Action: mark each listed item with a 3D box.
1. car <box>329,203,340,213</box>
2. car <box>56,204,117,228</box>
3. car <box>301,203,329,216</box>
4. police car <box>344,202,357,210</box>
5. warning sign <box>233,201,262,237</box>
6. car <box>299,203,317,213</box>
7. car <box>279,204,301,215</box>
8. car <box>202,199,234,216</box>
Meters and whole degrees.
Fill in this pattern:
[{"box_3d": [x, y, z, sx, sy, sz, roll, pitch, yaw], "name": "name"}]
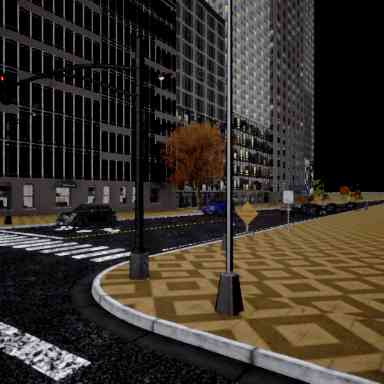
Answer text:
[{"box_3d": [23.089, 2.574, 54.707, 1.837, 1.490, 4.892, 0, -1, 33], "name": "car"}, {"box_3d": [-7.858, 1.668, 25.035, 2.097, 1.767, 4.553, 0, -1, 33], "name": "car"}, {"box_3d": [16.465, 2.358, 44.414, 1.837, 1.490, 4.892, 0, -1, 33], "name": "car"}, {"box_3d": [31.505, 2.738, 65.842, 1.930, 1.638, 5.238, 0, -1, 33], "name": "police car"}, {"box_3d": [3.102, 1.454, 18.567, 1.300, 1.860, 1.060, 1, 1, 33], "name": "warning sign"}, {"box_3d": [19.135, 2.533, 54.745, 1.837, 1.490, 4.892, 0, -1, 33], "name": "car"}, {"box_3d": [13.820, 2.402, 46.406, 2.033, 1.411, 5.357, 0, -1, 33], "name": "car"}, {"box_3d": [3.412, 1.909, 42.513, 2.150, 2.045, 5.566, 0, -1, 33], "name": "car"}]
